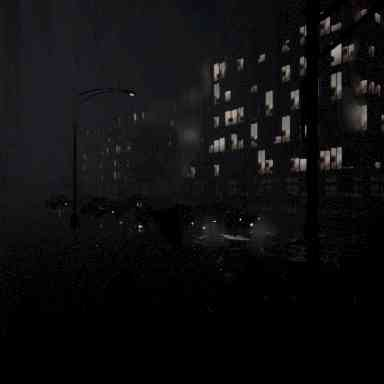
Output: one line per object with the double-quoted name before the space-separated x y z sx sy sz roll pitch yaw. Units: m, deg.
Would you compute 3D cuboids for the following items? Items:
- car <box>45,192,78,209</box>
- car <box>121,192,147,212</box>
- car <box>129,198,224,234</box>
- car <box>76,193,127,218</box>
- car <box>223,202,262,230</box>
"car" -13.213 0.947 33.213 1.994 1.385 4.181 0 1 -38
"car" -4.585 0.911 27.486 2.097 1.767 4.553 0 1 -38
"car" -1.003 1.292 17.685 2.033 1.411 5.357 0 1 -38
"car" -7.015 1.092 25.312 1.812 1.442 4.674 0 1 -38
"car" 1.603 1.289 19.683 2.033 1.411 5.357 0 1 -36
